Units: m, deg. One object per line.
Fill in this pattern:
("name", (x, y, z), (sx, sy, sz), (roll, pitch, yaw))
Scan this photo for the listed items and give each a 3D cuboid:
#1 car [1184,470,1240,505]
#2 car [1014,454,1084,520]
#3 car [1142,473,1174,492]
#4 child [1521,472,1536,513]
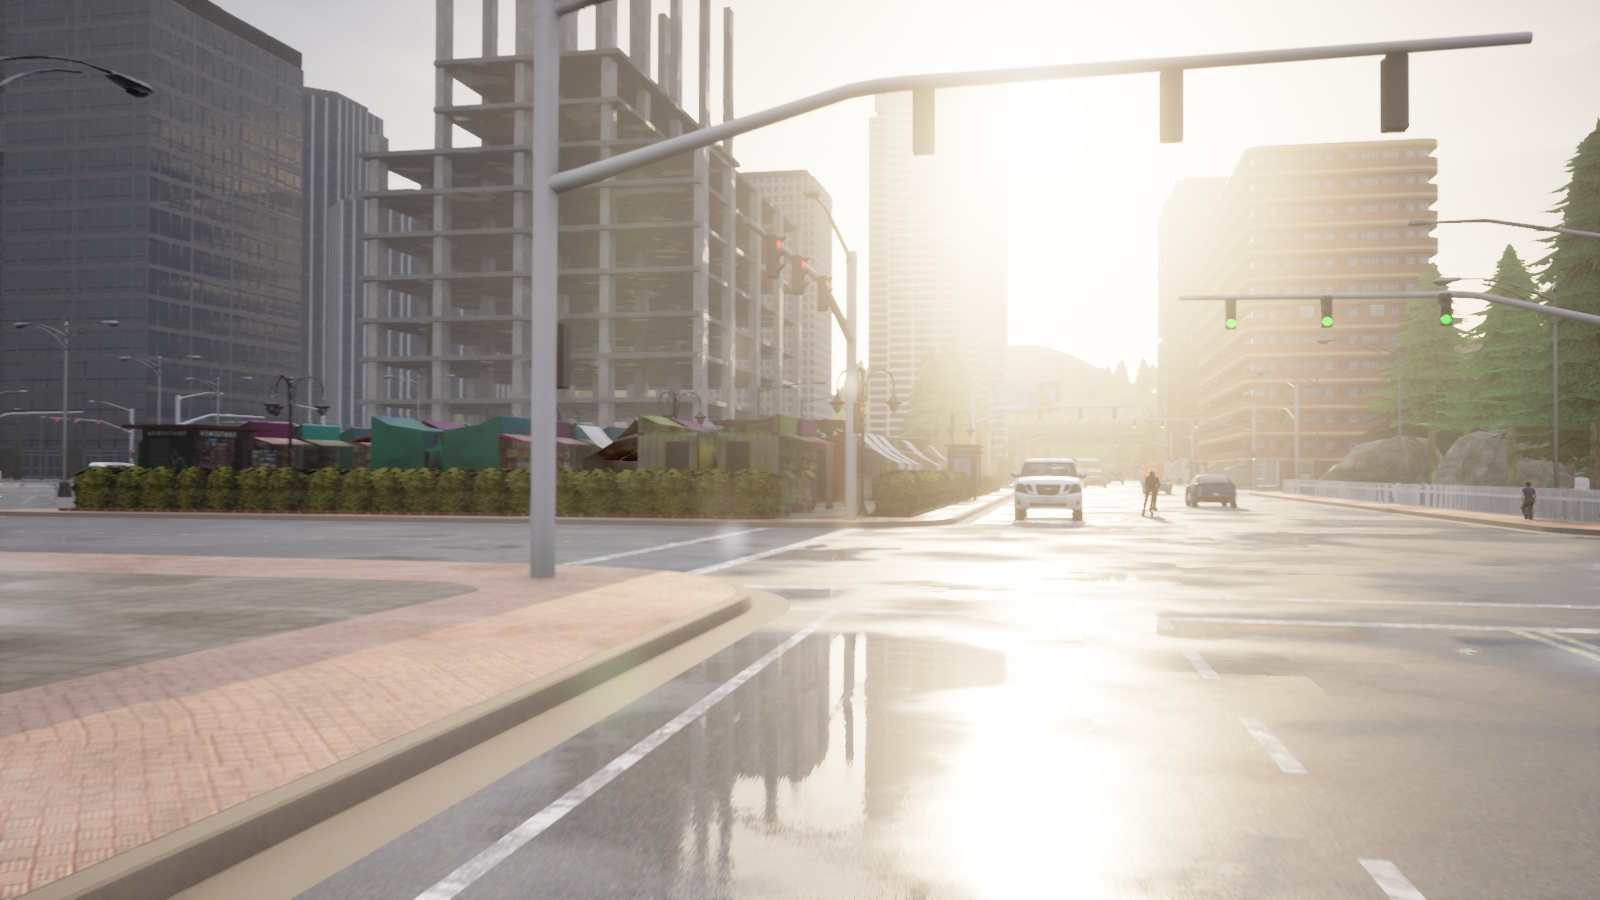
("car", (18.770, 1.676, 57.399), (1.882, 1.535, 5.008), (0, -1, 12))
("car", (8.390, 1.203, 42.159), (2.150, 2.045, 5.566), (0, -1, 12))
("car", (25.751, 2.321, 90.407), (1.895, 1.301, 4.718), (0, -1, 12))
("child", (22.497, 1.312, 38.768), (0.270, 1.263, 0.437), (0, -1, 12))
